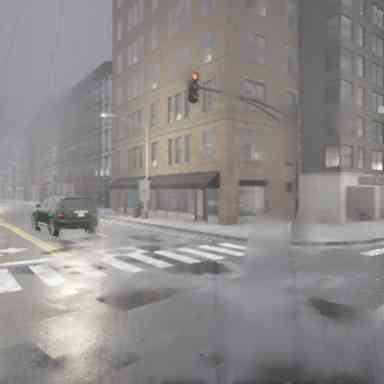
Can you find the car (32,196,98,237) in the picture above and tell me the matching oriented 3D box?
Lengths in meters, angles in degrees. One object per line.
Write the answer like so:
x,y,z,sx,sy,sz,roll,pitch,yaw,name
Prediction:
-7.081,1.208,18.306,2.150,2.045,5.566,0,0,-39,car
